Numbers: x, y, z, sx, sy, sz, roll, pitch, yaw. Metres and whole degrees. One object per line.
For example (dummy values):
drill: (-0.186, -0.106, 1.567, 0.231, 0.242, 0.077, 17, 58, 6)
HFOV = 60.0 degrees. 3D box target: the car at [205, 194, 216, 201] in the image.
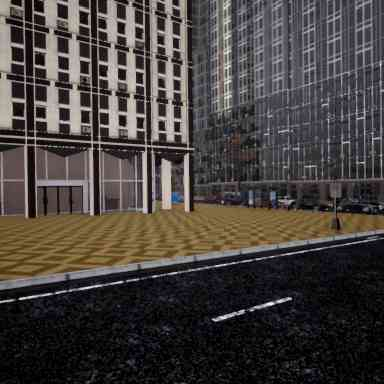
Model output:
car: (3.957, 1.043, 64.894, 1.802, 1.307, 4.206, 0, 1, -34)

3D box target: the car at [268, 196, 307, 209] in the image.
car: (12.117, 1.290, 42.593, 1.812, 1.442, 4.674, -1, 1, -34)

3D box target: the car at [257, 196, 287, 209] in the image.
car: (9.721, 1.387, 41.324, 1.802, 1.307, 4.206, 0, 1, -34)

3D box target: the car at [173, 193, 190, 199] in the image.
car: (-2.437, 0.935, 74.293, 1.802, 1.307, 4.206, 0, 1, -34)

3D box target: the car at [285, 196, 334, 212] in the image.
car: (12.903, 1.423, 36.612, 1.947, 1.339, 4.313, 0, 1, -34)

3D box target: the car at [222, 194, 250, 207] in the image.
car: (6.572, 1.319, 46.055, 1.947, 1.339, 4.313, 0, 1, -34)

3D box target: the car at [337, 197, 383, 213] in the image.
car: (17.307, 1.340, 34.959, 2.128, 1.511, 4.902, -1, 1, -34)

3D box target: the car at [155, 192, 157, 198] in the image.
car: (-8.831, 0.686, 83.689, 1.967, 1.590, 4.097, 0, 1, -34)

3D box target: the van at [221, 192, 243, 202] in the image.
van: (7.152, 0.854, 60.191, 1.690, 1.788, 3.998, 0, 1, -34)

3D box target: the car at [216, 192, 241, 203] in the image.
car: (6.298, 1.175, 51.154, 1.837, 1.490, 4.892, -1, 1, -34)

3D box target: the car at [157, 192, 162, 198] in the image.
car: (-5.634, 0.614, 78.989, 2.192, 1.841, 5.009, 0, 1, -34)

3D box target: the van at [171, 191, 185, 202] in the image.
van: (-2.973, 0.937, 60.179, 1.690, 1.788, 3.998, 0, 1, -34)
